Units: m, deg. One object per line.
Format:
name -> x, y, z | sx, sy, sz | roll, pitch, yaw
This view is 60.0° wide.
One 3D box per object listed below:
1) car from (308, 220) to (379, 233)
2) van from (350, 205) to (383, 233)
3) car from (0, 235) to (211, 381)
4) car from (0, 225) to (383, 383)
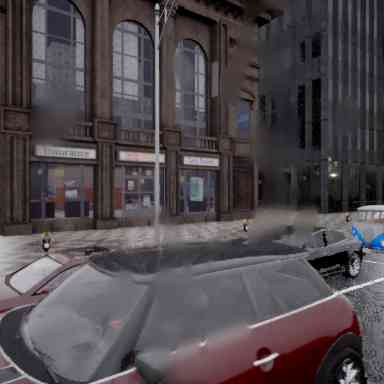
car -> 2.670, 1.566, 8.535 | 4.313, 1.339, 1.947 | 0, 0, -35
van -> 7.252, 1.341, 11.787 | 3.998, 1.788, 1.690 | 0, 0, -35
car -> -1.912, 1.582, 5.284 | 4.206, 1.307, 1.802 | 0, 0, -35
car -> -0.441, 1.352, 3.062 | 4.553, 1.767, 2.097 | 0, 0, -35
